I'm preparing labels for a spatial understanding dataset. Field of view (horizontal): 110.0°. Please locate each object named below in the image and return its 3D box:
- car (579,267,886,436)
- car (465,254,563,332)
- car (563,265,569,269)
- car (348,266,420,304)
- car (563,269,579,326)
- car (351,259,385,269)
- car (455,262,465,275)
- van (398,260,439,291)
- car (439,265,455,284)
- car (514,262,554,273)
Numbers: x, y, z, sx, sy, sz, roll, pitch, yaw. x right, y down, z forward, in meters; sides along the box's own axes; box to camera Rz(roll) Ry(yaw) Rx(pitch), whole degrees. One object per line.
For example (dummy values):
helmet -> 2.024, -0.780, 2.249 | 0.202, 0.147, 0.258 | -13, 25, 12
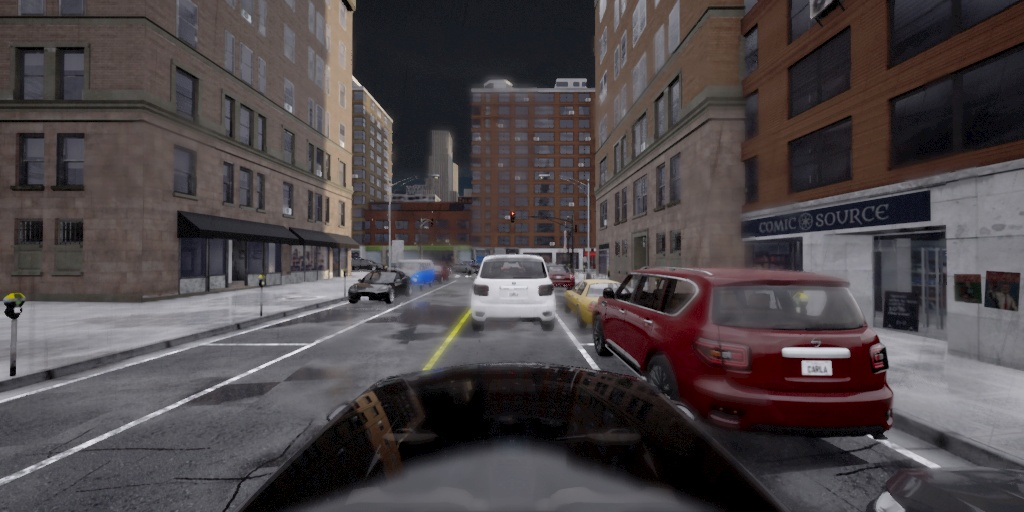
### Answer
car -> 2.662, 1.067, 5.535 | 2.192, 1.841, 5.009 | 0, 0, 0
car -> 0.014, 0.979, 11.061 | 2.150, 2.045, 5.566 | 0, 0, -1
car -> 2.631, 1.210, 21.983 | 1.967, 1.591, 4.097 | 0, 0, 0
car -> -5.884, 1.329, 16.486 | 1.948, 1.339, 4.313 | 0, 0, 0
car -> 2.652, 1.282, 11.188 | 1.751, 1.417, 4.829 | 0, 0, 0
car -> -17.863, 1.154, 43.586 | 4.892, 1.490, 1.837 | 2, -1, 0
car -> -4.265, 1.289, 36.384 | 1.994, 1.385, 4.181 | 0, 1, -41
van -> -5.894, 1.111, 21.969 | 1.690, 1.789, 3.998 | 0, 0, 0
car -> -5.905, 1.322, 27.451 | 1.888, 1.381, 4.507 | 0, 0, 0
car -> 2.593, 1.407, 43.495 | 4.718, 1.301, 1.895 | 0, -1, 0
